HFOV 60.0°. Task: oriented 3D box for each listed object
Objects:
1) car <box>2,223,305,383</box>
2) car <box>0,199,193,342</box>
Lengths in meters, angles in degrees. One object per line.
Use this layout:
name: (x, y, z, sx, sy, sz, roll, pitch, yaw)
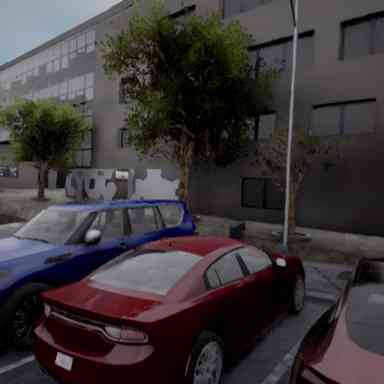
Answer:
car: (0.227, 1.432, 5.120, 2.097, 1.535, 5.008, -1, 0, 35)
car: (-2.017, 1.207, 6.687, 2.435, 2.045, 5.566, -1, 0, 35)
